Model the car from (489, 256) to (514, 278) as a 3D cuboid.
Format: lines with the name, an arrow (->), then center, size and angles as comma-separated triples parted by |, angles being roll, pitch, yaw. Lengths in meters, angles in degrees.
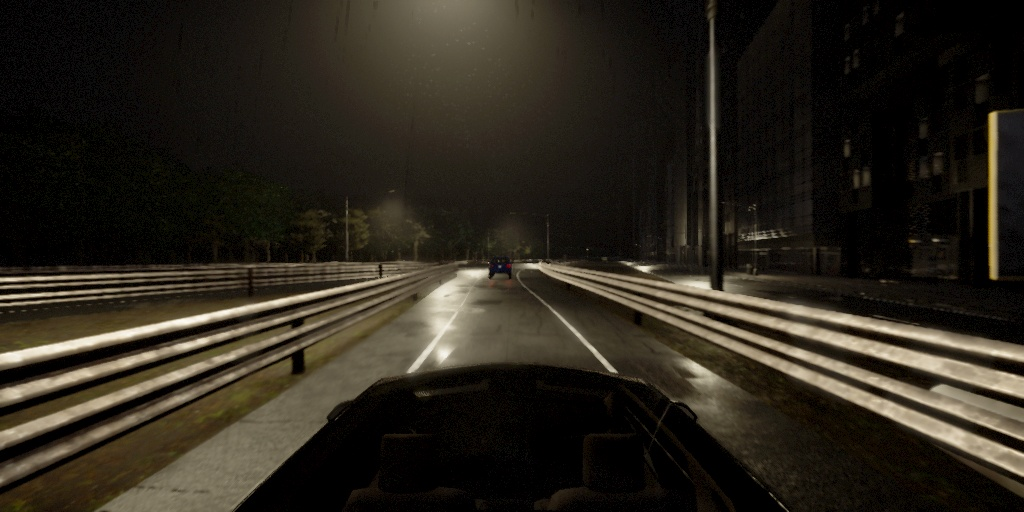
car -> -1.067, 1.068, 35.327 | 2.150, 2.045, 5.566 | 0, 0, 1
